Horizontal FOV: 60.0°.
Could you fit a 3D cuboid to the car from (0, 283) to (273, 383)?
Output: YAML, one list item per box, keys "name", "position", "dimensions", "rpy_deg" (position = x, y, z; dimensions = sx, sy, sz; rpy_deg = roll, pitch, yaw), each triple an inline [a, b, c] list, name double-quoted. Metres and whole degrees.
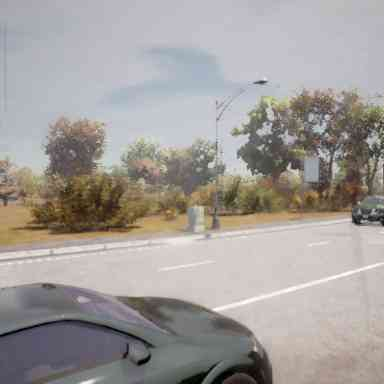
- name: "car"
  position: [-1.227, 1.569, 2.918]
  dimensions: [4.181, 1.385, 1.994]
  rpy_deg: [0, 0, -36]

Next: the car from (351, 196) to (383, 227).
- name: "car"
  position: [13.627, 1.309, 24.193]
  dimensions: [5.566, 2.045, 2.150]
  rpy_deg: [0, 0, -44]
